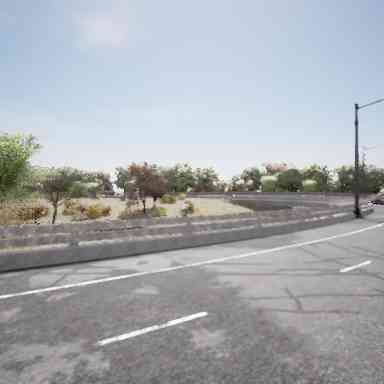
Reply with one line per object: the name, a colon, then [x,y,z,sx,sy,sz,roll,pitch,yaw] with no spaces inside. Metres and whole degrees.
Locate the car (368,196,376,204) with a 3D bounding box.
car: [37.876,1.584,68.250,2.097,1.767,4.553,0,0,13]

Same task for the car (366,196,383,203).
car: [38.108,1.618,69.258,1.994,1.385,4.181,0,0,10]

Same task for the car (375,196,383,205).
car: [35.904,1.715,60.956,2.128,1.511,4.902,0,0,16]
